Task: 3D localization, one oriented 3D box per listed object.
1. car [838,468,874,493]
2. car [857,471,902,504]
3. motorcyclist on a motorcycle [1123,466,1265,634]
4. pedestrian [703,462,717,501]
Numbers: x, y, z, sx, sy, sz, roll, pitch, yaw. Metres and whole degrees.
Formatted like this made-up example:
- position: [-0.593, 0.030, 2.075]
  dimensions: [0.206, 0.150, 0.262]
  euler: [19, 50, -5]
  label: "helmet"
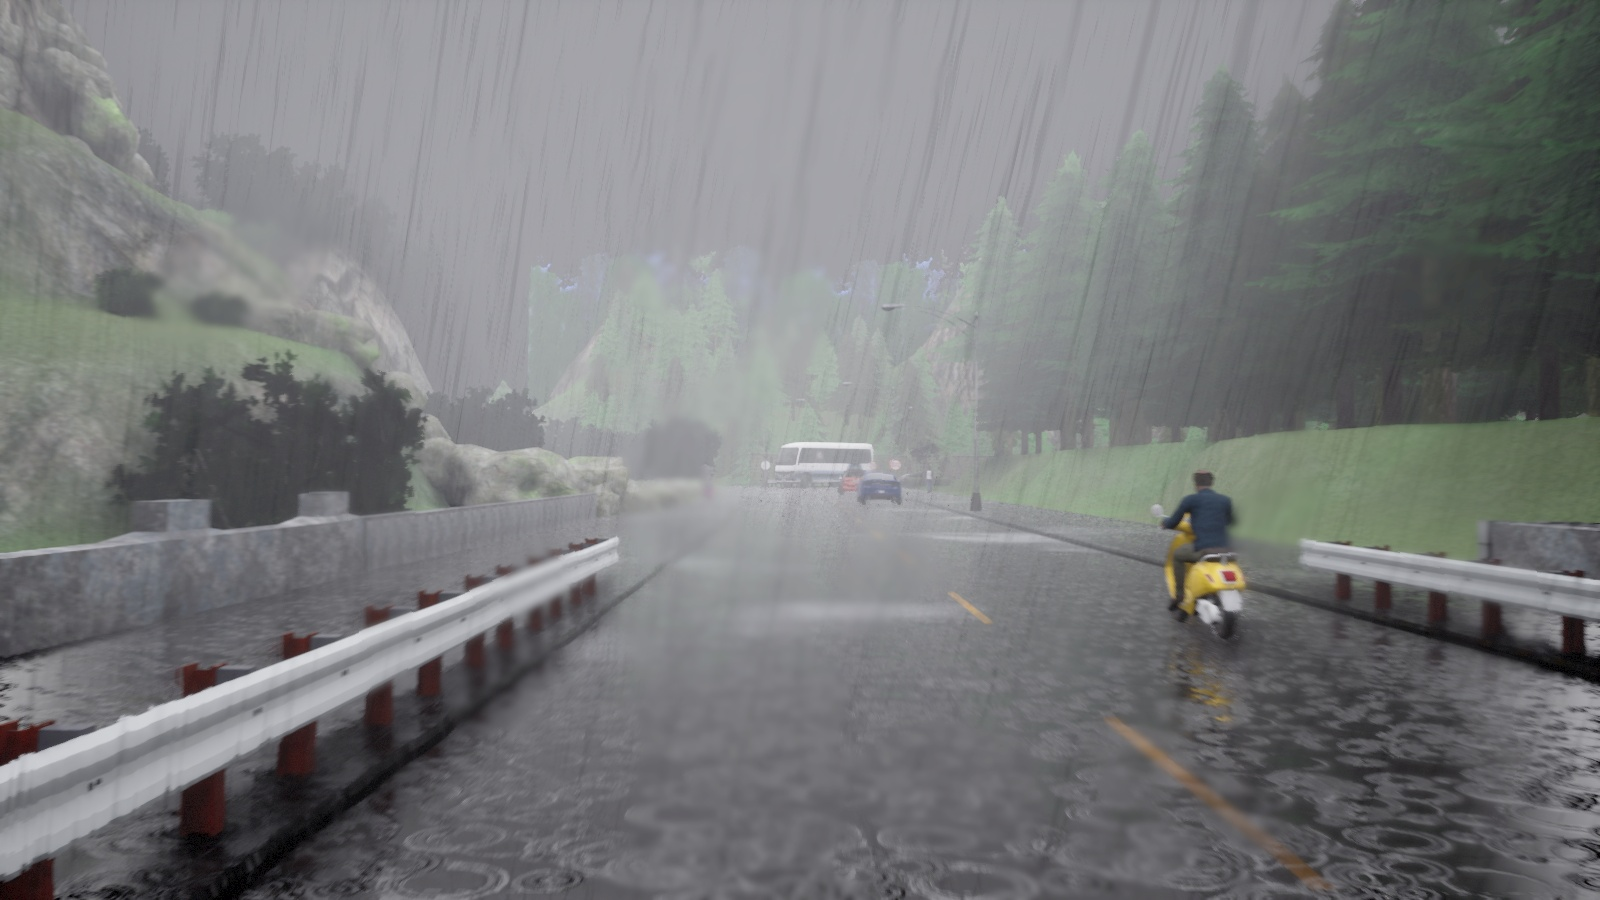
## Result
- position: [3.780, 2.069, 85.472]
  dimensions: [2.242, 1.667, 4.611]
  euler: [0, -1, 0]
  label: "car"
- position: [3.844, 1.799, 61.304]
  dimensions: [1.882, 1.535, 5.008]
  euler: [0, -1, 0]
  label: "car"
- position: [3.968, 0.966, 12.818]
  dimensions: [0.866, 1.590, 1.817]
  euler: [0, -1, 0]
  label: "motorcyclist on a motorcycle"
- position: [-4.596, 1.610, 63.946]
  dimensions: [0.659, 1.952, 0.873]
  euler: [0, -1, -1]
  label: "pedestrian"
